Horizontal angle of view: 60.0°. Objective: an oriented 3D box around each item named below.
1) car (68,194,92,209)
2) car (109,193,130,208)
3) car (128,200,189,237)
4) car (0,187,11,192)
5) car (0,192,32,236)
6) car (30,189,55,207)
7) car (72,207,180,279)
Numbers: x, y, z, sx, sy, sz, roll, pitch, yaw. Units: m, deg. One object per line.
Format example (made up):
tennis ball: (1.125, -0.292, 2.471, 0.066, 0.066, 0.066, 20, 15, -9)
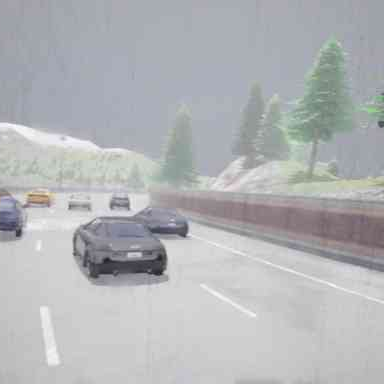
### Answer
car: (-9.855, 0.843, 29.516, 1.895, 1.301, 4.718, 4, 0, -17)
car: (-7.202, 0.903, 33.085, 2.128, 1.511, 4.902, 4, 0, -16)
car: (-1.693, 1.397, 17.012, 1.994, 1.385, 4.181, 4, 0, -23)
car: (-16.707, 0.258, 28.215, 1.882, 1.535, 5.008, 4, 0, -16)
car: (-8.014, 0.938, 13.975, 1.812, 1.442, 4.674, 4, 0, -23)
car: (-13.686, 0.457, 30.353, 1.882, 1.535, 5.008, 4, 0, -16)
car: (-2.213, 1.383, 9.608, 1.994, 1.385, 4.181, 4, 0, -26)
